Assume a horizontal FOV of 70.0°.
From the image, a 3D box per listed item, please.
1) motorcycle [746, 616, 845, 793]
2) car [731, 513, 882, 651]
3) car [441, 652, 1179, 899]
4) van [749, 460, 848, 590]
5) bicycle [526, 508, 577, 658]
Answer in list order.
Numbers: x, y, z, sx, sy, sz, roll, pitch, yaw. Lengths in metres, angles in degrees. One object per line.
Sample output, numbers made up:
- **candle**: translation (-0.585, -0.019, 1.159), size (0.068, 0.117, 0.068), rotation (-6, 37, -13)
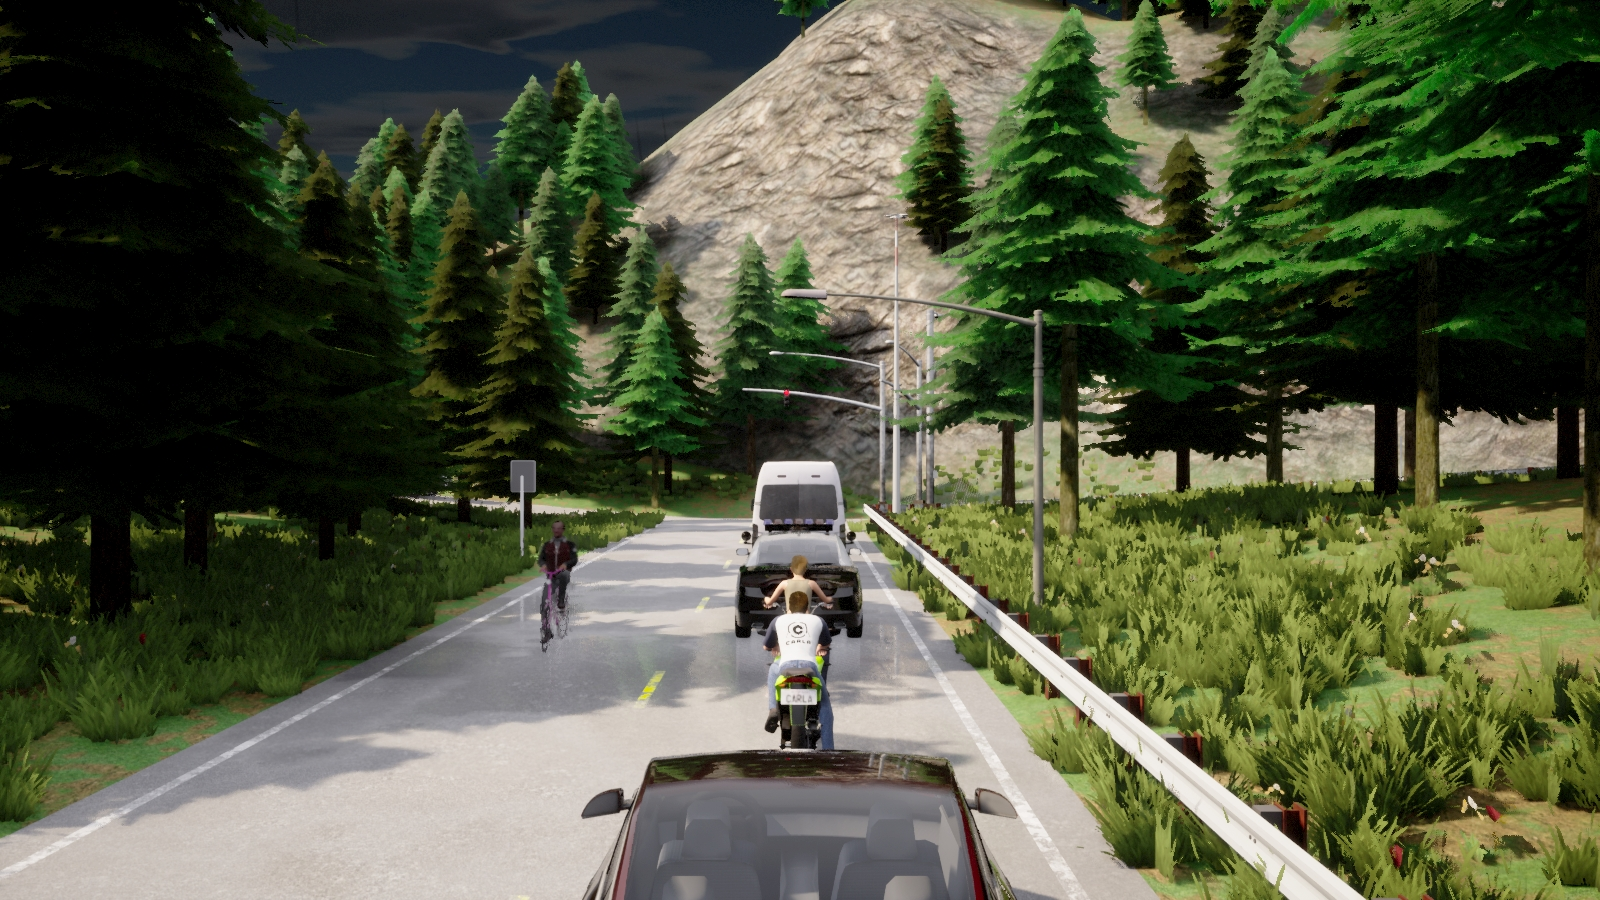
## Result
- **motorcycle**: translation (-0.033, 2.213, 10.287), size (0.803, 1.145, 2.033), rotation (0, 0, 0)
- **car**: translation (0.090, 1.982, 18.501), size (2.097, 1.638, 5.238), rotation (0, 0, 0)
- **car**: translation (0.027, 2.063, 5.080), size (2.163, 1.488, 4.792), rotation (0, 0, 0)
- **van**: translation (-0.039, 1.534, 25.918), size (1.988, 2.561, 5.915), rotation (0, 0, 0)
- **bicycle**: translation (-3.522, 1.836, 16.293), size (0.329, 1.919, 1.835), rotation (0, 0, 0)
